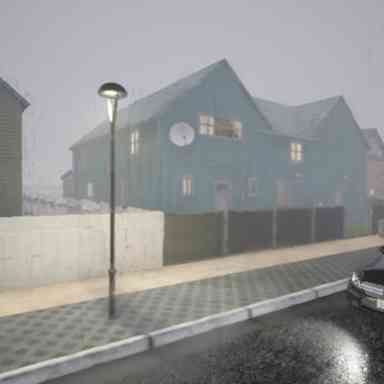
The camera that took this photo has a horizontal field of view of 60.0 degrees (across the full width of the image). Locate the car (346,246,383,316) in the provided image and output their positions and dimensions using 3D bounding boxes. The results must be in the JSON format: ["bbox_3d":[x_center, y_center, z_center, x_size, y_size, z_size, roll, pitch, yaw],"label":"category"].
[{"bbox_3d":[4.988,1.542,6.606,4.674,1.442,1.812,0,0,-35],"label":"car"}]
